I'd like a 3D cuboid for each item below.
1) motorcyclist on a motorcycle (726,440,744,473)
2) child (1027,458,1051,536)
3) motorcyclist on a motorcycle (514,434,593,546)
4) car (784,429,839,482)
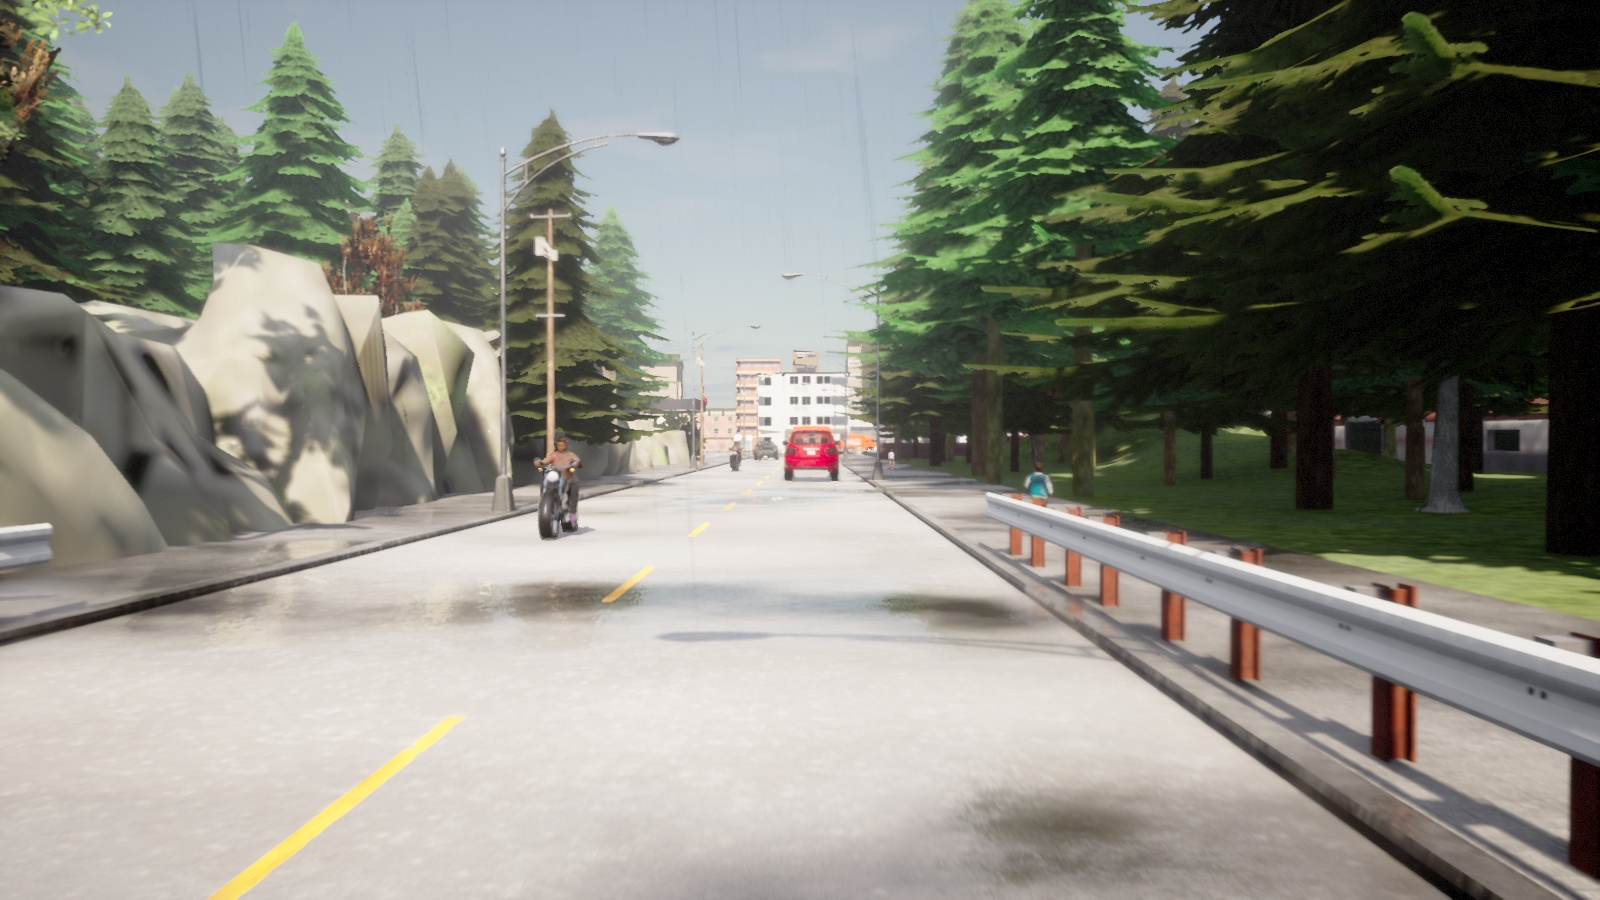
[{"bbox_3d":[-3.382,0.326,65.360,0.766,1.649,2.350,0,1,1],"label":"motorcyclist on a motorcycle"},{"bbox_3d":[3.750,0.728,19.712,0.343,1.192,0.448,0,0,8],"label":"child"},{"bbox_3d":[-3.833,0.582,19.736,0.766,1.649,2.350,0,0,1],"label":"motorcyclist on a motorcycle"},{"bbox_3d":[0.481,0.178,51.538,2.150,2.045,5.566,0,1,1],"label":"car"}]
